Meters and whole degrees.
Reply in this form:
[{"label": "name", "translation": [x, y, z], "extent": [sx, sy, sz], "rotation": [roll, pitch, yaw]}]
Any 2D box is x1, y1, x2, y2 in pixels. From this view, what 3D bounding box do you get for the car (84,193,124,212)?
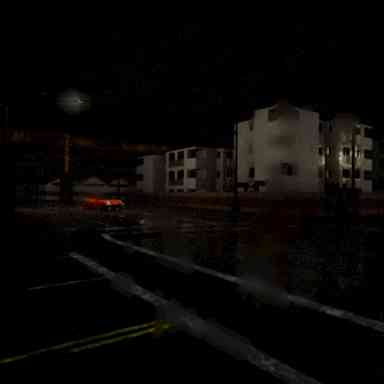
[{"label": "car", "translation": [-8.659, 1.004, 32.805], "extent": [4.553, 1.767, 2.097], "rotation": [2, 1, 42]}]
